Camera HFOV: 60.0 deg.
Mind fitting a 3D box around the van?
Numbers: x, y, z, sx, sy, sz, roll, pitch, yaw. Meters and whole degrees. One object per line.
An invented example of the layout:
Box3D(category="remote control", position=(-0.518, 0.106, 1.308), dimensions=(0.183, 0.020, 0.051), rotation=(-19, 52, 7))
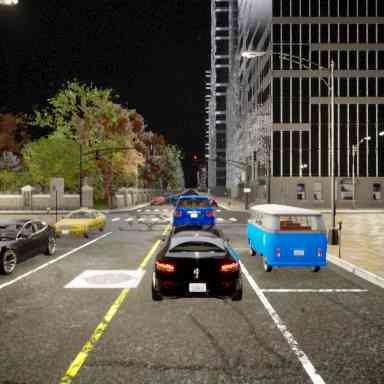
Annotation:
Box3D(category="van", position=(2.772, 1.337, 10.462), dimensions=(1.690, 1.788, 3.998), rotation=(0, 0, 0))

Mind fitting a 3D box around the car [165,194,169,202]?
Box3D(category="car", position=(-5.707, 1.520, 59.945), dimensions=(2.008, 1.369, 4.403), rotation=(0, 0, 0))

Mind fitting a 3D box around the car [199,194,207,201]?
Box3D(category="car", position=(2.667, 1.388, 82.673), dimensions=(1.967, 1.590, 4.097), rotation=(0, 0, 0))

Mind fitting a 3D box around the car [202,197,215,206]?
Box3D(category="car", position=(2.675, 1.539, 54.268), dimensions=(1.947, 1.339, 4.313), rotation=(0, 0, 0))

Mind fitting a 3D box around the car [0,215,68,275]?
Box3D(category="car", position=(-5.772, 1.562, 10.458), dimensions=(1.947, 1.339, 4.313), rotation=(0, 0, 0))

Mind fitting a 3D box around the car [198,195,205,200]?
Box3D(category="car", position=(2.664, 1.453, 94.209), dimensions=(1.752, 1.417, 4.829), rotation=(0, 0, 0))

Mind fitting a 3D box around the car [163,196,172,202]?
Box3D(category="car", position=(-5.713, 1.538, 76.994), dimensions=(1.802, 1.307, 4.206), rotation=(0, 0, 0))

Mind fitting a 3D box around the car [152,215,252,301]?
Box3D(category="car", position=(0.100, 1.523, 8.186), dimensions=(1.812, 1.442, 4.674), rotation=(0, 0, 0))

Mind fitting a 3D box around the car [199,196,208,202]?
Box3D(category="car", position=(2.668, 1.521, 76.992), dimensions=(1.947, 1.339, 4.313), rotation=(0, 0, 0))

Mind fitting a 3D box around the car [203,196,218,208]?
Box3D(category="car", position=(2.678, 1.416, 48.587), dimensions=(1.967, 1.590, 4.097), rotation=(0, 0, 0))

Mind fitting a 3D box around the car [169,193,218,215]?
Box3D(category="car", position=(0.095, 1.214, 18.536), dimensions=(2.150, 2.045, 5.566), rotation=(0, 0, 0))

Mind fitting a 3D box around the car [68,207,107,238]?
Box3D(category="car", position=(-5.823, 1.518, 17.692), dimensions=(1.752, 1.417, 4.829), rotation=(0, 0, 0))

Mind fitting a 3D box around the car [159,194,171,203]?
Box3D(category="car", position=(-5.710, 1.277, 71.312), dimensions=(2.192, 1.841, 5.009), rotation=(0, 0, 0))

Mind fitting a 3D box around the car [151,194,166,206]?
Box3D(category="car", position=(-5.705, 1.517, 54.263), dimensions=(1.887, 1.381, 4.507), rotation=(0, 0, 0))
